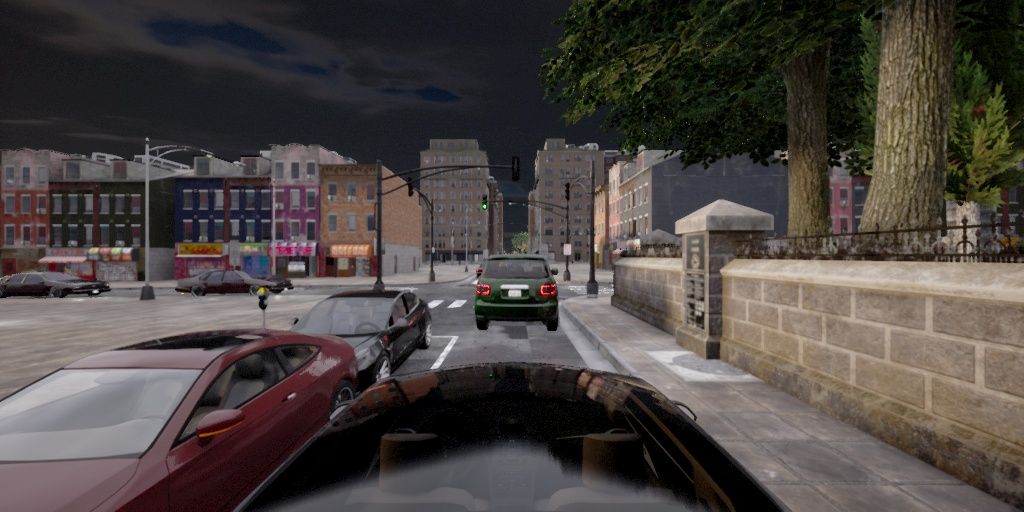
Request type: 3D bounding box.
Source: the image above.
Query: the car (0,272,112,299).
[{"bbox_3d":[-25.057,1.567,19.273,5.357,1.411,2.033,-1,0,0],"label":"car"}]

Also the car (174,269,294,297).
[{"bbox_3d":[-14.843,1.435,19.308,5.357,1.411,2.033,-1,0,0],"label":"car"}]

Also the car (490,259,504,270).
[{"bbox_3d":[-2.272,1.191,54.047,1.882,1.535,5.008,0,0,0],"label":"car"}]

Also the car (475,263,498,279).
[{"bbox_3d":[-2.274,1.329,33.192,1.895,1.301,4.718,0,0,0],"label":"car"}]

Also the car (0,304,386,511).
[{"bbox_3d":[-2.638,1.331,2.744,1.802,1.307,4.207,0,0,0],"label":"car"}]

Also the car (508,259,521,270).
[{"bbox_3d":[0.405,1.241,52.207,1.812,1.442,4.674,0,0,0],"label":"car"}]

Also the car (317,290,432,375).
[{"bbox_3d":[-2.637,1.313,6.406,1.948,1.339,4.313,0,0,0],"label":"car"}]

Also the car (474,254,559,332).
[{"bbox_3d":[0.249,0.967,11.062,2.150,2.045,5.566,0,0,4],"label":"car"}]
